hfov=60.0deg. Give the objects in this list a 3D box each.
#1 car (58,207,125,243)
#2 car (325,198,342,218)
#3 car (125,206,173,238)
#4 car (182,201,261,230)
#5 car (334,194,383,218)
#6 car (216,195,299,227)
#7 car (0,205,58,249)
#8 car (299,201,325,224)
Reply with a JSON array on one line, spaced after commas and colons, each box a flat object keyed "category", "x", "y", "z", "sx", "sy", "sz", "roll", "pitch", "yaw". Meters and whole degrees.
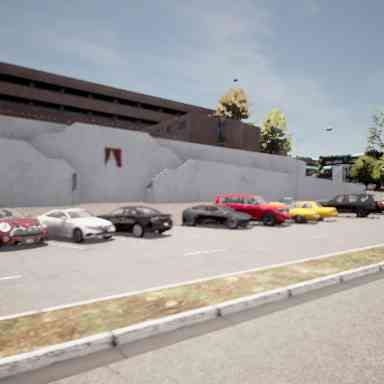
[{"category": "car", "x": -5.764, "y": 1.534, "z": 16.122, "sx": 4.674, "sy": 1.452, "sz": 2.002, "roll": -1, "pitch": -1, "yaw": 35}, {"category": "car", "x": 8.752, "y": 1.482, "z": 26.663, "sx": 5.366, "sy": 1.575, "sz": 1.946, "roll": -1, "pitch": -1, "yaw": 35}, {"category": "car", "x": -3.314, "y": 1.492, "z": 17.854, "sx": 5.008, "sy": 1.535, "sz": 2.097, "roll": -1, "pitch": 0, "yaw": 35}, {"category": "car", "x": 1.599, "y": 1.512, "z": 21.328, "sx": 4.792, "sy": 1.488, "sz": 2.163, "roll": -1, "pitch": -1, "yaw": 35}, {"category": "car", "x": 13.767, "y": 1.241, "z": 30.053, "sx": 5.566, "sy": 2.045, "sz": 2.435, "roll": -1, "pitch": -1, "yaw": 35}, {"category": "car", "x": 4.043, "y": 1.230, "z": 23.073, "sx": 5.566, "sy": 2.045, "sz": 2.435, "roll": -1, "pitch": -1, "yaw": 35}, {"category": "car", "x": -8.234, "y": 1.367, "z": 14.401, "sx": 4.553, "sy": 1.767, "sz": 2.185, "roll": -1, "pitch": -1, "yaw": 35}, {"category": "car", "x": 6.619, "y": 1.474, "z": 24.718, "sx": 5.366, "sy": 1.575, "sz": 1.946, "roll": -1, "pitch": -1, "yaw": 35}]
